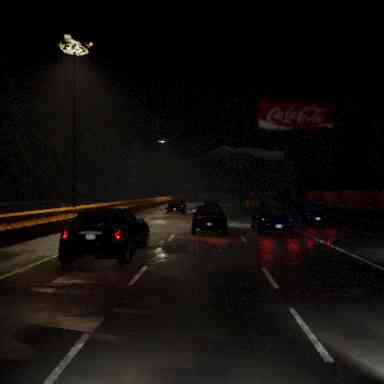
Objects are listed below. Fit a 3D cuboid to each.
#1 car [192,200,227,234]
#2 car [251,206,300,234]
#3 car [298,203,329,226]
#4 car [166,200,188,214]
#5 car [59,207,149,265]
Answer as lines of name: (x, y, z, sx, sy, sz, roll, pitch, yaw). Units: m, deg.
car: (1.022, 1.481, 19.407, 1.882, 1.535, 5.008, 0, 0, 3)
car: (4.517, 1.536, 19.094, 1.812, 1.442, 4.674, 0, 0, 3)
car: (8.295, 1.544, 23.825, 1.812, 1.442, 4.674, 0, 0, 3)
car: (-1.574, 1.526, 35.175, 1.812, 1.442, 4.674, 0, 0, 3)
car: (-2.879, 1.347, 11.890, 2.097, 1.767, 4.553, 0, 0, 3)
